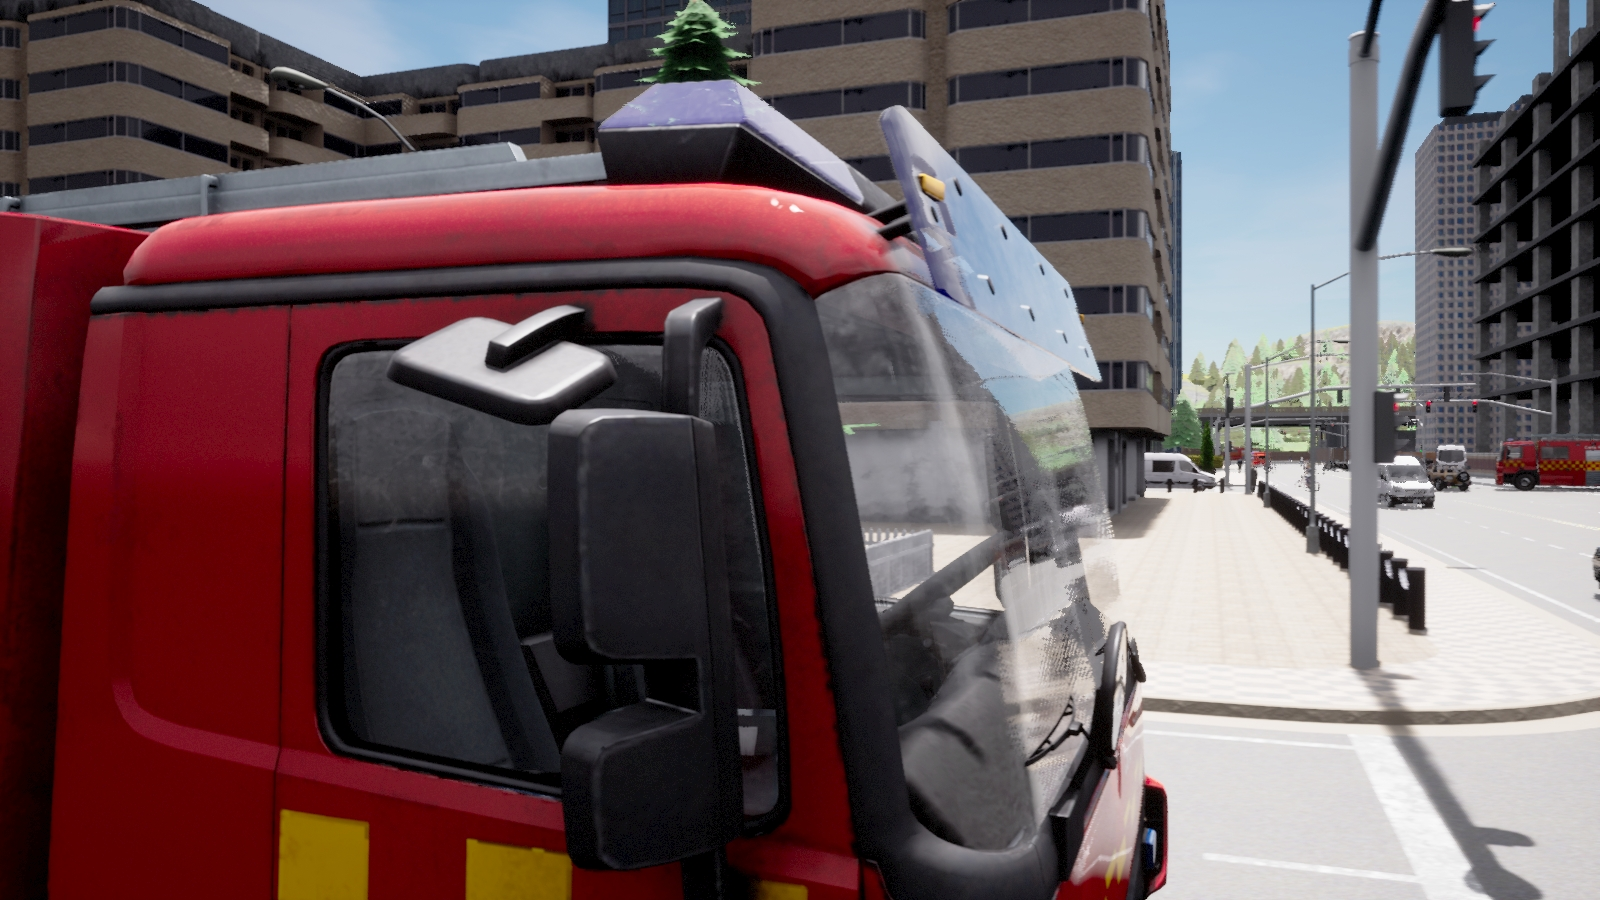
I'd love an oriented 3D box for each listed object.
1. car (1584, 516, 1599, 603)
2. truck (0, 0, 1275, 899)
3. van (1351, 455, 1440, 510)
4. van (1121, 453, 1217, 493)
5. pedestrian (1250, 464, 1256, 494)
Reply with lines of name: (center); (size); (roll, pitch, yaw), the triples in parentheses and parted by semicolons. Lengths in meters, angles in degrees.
car: (15.097, 2.039, 19.122); (2.038, 1.542, 4.974); (0, 0, 20)
truck: (-2.722, 0.889, 4.617); (8.468, 3.827, 2.891); (0, 0, 20)
van: (29.276, 1.536, 56.385); (1.988, 2.561, 5.915); (0, 0, 8)
van: (24.038, 1.478, 74.523); (5.915, 2.561, 1.988); (0, 0, 19)
pedestrian: (28.156, 1.809, 71.026); (0.375, 1.860, 0.375); (0, 0, 20)
